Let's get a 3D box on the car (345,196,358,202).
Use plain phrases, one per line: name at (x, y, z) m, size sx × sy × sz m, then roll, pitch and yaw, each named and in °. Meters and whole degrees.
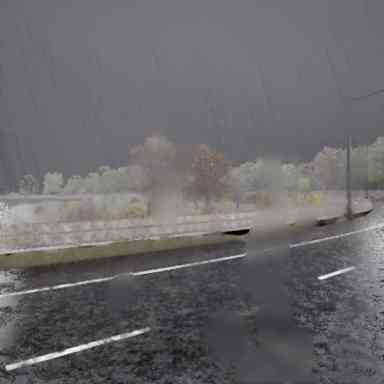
car at (40.329, 1.733, 84.643) m, size 2.097 × 1.767 × 4.553 m, roll 0°, pitch 0°, yaw 3°
